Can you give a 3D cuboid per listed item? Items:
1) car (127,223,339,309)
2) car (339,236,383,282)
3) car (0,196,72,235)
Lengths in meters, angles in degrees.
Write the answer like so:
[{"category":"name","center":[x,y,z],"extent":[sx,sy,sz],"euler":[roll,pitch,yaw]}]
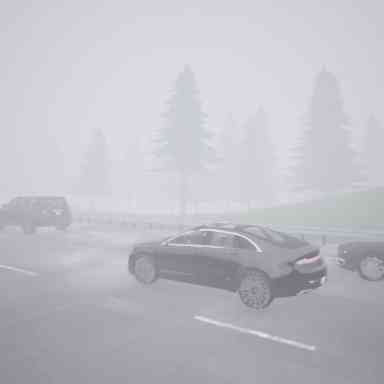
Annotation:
[{"category":"car","center":[0.578,1.492,7.878],"extent":[4.902,1.511,2.128],"euler":[0,0,36]},{"category":"car","center":[6.213,1.505,8.160],"extent":[4.892,1.490,1.837],"euler":[0,0,36]},{"category":"car","center":[-9.291,1.222,19.219],"extent":[5.566,2.045,2.150],"euler":[0,0,35]}]
